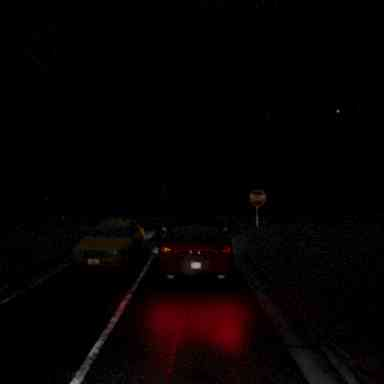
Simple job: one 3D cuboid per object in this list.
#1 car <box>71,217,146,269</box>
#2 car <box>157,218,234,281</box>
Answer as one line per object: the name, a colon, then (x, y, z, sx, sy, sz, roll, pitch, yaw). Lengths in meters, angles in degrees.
car: (-2.621, 1.549, 11.294, 1.752, 1.417, 4.829, 1, 0, 0)
car: (0.093, 1.499, 9.940, 1.882, 1.535, 5.008, 0, 0, 0)
